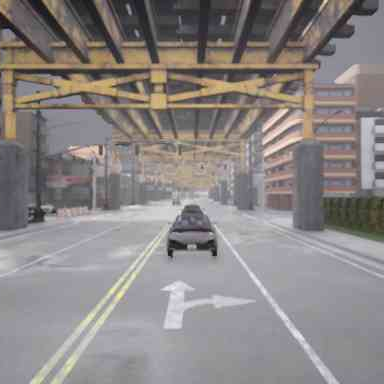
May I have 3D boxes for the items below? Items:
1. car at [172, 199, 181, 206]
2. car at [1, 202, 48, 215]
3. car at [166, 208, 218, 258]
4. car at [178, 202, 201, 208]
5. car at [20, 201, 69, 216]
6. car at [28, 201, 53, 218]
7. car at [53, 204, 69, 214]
[{"bbox_3d":[-3.494,2.281,73.780,2.128,1.511,4.902,0,0,0],"label":"car"},{"bbox_3d":[-17.133,1.657,33.999,4.536,1.218,1.853,0,-1,25],"label":"car"},{"bbox_3d":[0.019,1.637,13.498,2.128,1.511,4.902,0,0,0],"label":"car"},{"bbox_3d":[0.026,1.810,28.503,1.837,1.490,4.892,0,0,1],"label":"car"},{"bbox_3d":[-16.759,1.859,38.134,4.974,1.542,2.038,0,-1,-20],"label":"car"},{"bbox_3d":[-17.086,1.815,33.975,4.974,1.542,2.038,0,-1,25],"label":"car"},{"bbox_3d":[-16.808,1.701,38.118,4.536,1.218,1.853,0,-1,-20],"label":"car"}]
